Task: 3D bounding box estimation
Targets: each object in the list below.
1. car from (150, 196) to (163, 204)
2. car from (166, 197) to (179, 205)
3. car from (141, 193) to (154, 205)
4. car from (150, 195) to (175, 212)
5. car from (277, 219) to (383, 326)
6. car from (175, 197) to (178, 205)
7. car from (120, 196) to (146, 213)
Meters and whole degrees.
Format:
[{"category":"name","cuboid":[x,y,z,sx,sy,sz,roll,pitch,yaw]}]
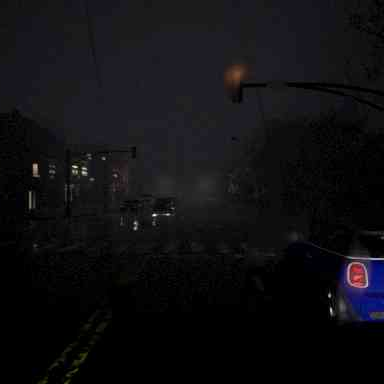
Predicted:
[{"category":"car","cuboid":[-6.702,1.556,63.678,1.994,1.385,4.181,0,0,0]},{"category":"car","cuboid":[-3.462,1.556,59.832,1.994,1.385,4.181,0,0,0]},{"category":"car","cuboid":[-6.696,1.215,49.429,2.150,2.045,5.566,0,0,-1]},{"category":"car","cuboid":[-3.406,1.471,38.996,1.882,1.535,5.008,0,0,0]},{"category":"car","cuboid":[3.346,1.351,7.218,2.097,1.767,4.553,0,0,0]},{"category":"car","cuboid":[-3.440,1.498,49.299,1.837,1.490,4.892,0,0,0]},{"category":"car","cuboid":[-6.667,1.519,37.170,1.812,1.442,4.674,0,0,1]}]
